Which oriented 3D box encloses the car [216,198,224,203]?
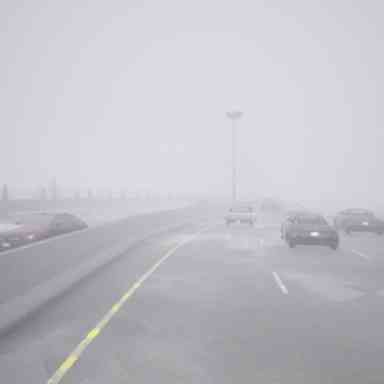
[{"bbox_3d":[4.042,1.733,58.665,1.994,1.385,4.181,0,0,33],"label":"car"}]

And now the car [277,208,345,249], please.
[{"bbox_3d":[5.174,1.624,15.022,1.994,1.385,4.181,0,0,10],"label":"car"}]

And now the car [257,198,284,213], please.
[{"bbox_3d":[9.687,1.494,39.924,2.097,1.767,4.553,0,0,25],"label":"car"}]

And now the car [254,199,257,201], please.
[{"bbox_3d":[12.223,1.747,58.215,2.033,1.411,5.357,0,0,36],"label":"car"}]

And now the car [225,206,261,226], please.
[{"bbox_3d":[3.690,1.679,24.331,1.895,1.301,4.718,0,0,16],"label":"car"}]

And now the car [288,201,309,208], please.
[{"bbox_3d":[11.198,1.662,34.943,1.812,1.442,4.674,0,0,23],"label":"car"}]

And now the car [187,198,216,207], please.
[{"bbox_3d":[1.027,1.618,46.528,2.128,1.511,4.902,0,0,27],"label":"car"}]

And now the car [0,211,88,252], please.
[{"bbox_3d":[-5.920,1.537,13.546,1.812,1.442,4.674,0,0,9],"label":"car"}]

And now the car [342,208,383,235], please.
[{"bbox_3d":[9.740,1.655,19.706,1.994,1.385,4.181,0,0,13],"label":"car"}]
